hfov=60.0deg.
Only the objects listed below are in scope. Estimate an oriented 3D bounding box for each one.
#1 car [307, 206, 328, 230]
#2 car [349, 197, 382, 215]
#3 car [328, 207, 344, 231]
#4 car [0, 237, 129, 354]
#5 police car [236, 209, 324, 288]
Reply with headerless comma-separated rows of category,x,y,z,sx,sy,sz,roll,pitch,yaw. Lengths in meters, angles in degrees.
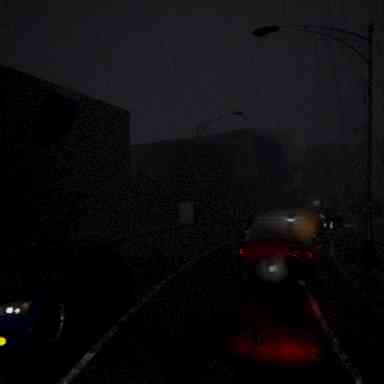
car,6.041,1.665,18.338,1.882,1.535,5.008,1,0,29
car,21.669,1.708,41.383,5.566,2.045,2.150,2,0,-40
car,9.098,1.758,23.035,1.837,1.490,4.892,1,0,37
car,-2.759,1.597,6.309,1.994,1.385,4.181,0,0,11
police car,2.515,1.518,9.820,1.930,1.638,5.238,0,0,16
